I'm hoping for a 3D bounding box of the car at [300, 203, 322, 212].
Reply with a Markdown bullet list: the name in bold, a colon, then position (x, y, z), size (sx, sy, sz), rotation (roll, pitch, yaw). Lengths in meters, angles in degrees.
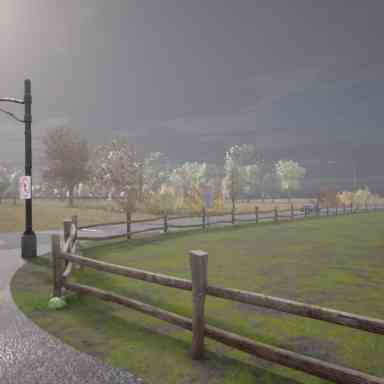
- **car**: position (18.971, 2.449, 52.928), size (2.033, 1.411, 5.357), rotation (-1, -2, 40)
